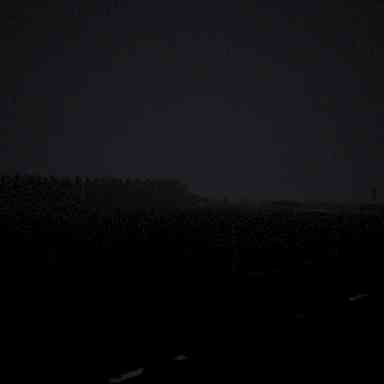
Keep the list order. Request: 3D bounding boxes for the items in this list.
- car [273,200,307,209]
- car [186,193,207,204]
[{"bbox_3d":[14.091,1.742,48.159,1.895,1.301,4.718,0,0,-35],"label":"car"},{"bbox_3d":[0.815,1.300,66.987,2.150,2.045,5.566,0,0,-35],"label":"car"}]
